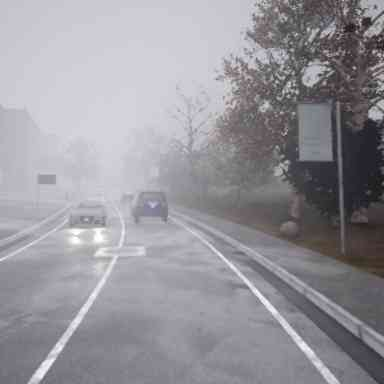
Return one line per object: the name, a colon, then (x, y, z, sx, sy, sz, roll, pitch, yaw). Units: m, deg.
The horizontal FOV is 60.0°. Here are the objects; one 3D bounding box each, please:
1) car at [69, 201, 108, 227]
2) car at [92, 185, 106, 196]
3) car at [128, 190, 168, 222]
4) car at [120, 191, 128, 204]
car: (-6.055, 1.245, 19.737, 1.994, 1.385, 4.181, 1, 1, -13)
car: (-16.824, -0.308, 60.142, 2.150, 2.045, 5.566, 1, 1, -15)
car: (-3.025, 0.878, 23.073, 2.150, 2.045, 5.566, 1, 1, -13)
car: (-7.828, 0.598, 41.155, 1.882, 1.535, 5.008, 1, 1, -15)
